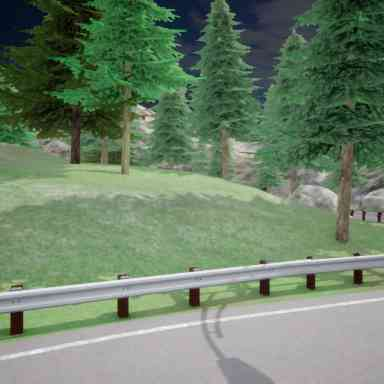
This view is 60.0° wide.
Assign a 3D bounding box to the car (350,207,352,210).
[{"bbox_3d":[13.824,1.541,33.234,1.812,1.442,4.674,0,0,-18],"label":"car"}]
